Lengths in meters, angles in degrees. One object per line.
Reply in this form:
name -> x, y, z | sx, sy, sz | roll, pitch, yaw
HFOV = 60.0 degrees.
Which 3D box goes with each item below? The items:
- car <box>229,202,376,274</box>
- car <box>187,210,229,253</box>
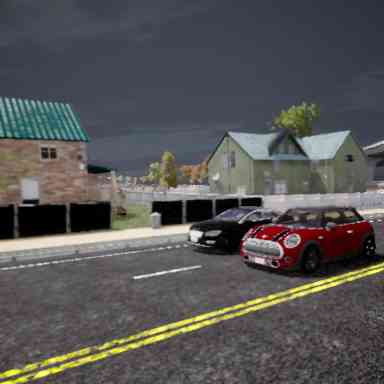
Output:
car -> 3.643, 1.232, 10.275 | 4.553, 1.767, 2.097 | -1, 1, -35
car -> 2.071, 1.367, 13.145 | 4.902, 1.511, 2.128 | -1, 1, -35
